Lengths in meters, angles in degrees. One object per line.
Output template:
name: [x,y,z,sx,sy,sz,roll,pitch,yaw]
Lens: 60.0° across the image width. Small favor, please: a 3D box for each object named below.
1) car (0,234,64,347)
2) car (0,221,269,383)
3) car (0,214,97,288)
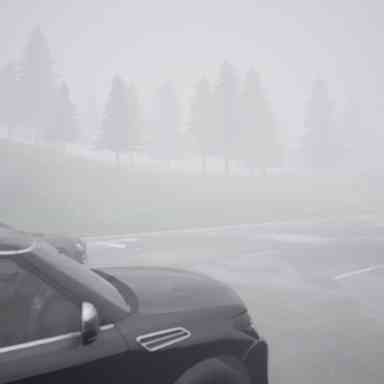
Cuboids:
car: [-4.344,1.564,4.948,4.181,1.385,1.994,0,0,-36]
car: [-1.917,1.221,2.378,5.566,2.045,2.150,0,0,-36]
car: [-5.234,1.491,8.611,4.902,1.511,2.128,0,0,-36]
